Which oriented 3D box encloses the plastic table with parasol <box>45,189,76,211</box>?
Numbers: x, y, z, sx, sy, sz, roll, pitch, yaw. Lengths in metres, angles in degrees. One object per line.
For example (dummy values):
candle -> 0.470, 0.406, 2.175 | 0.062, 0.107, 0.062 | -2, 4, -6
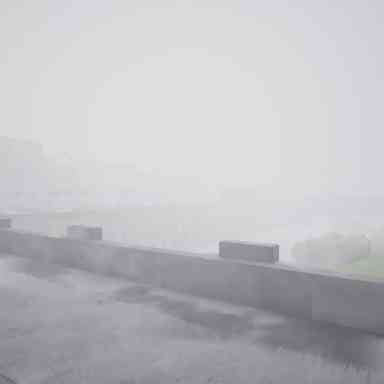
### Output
plastic table with parasol -> -15.859, 0.923, 40.115 | 2.482, 2.480, 2.482 | 0, 0, 36
